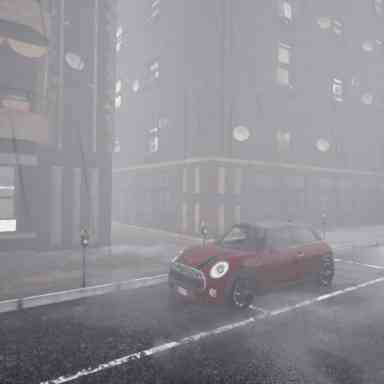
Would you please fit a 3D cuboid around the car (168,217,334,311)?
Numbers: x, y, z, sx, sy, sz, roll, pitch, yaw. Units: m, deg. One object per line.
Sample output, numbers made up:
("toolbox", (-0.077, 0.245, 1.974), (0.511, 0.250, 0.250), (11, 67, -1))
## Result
("car", (1.446, 1.442, 7.734), (4.097, 1.590, 1.967), (0, 1, -35))
